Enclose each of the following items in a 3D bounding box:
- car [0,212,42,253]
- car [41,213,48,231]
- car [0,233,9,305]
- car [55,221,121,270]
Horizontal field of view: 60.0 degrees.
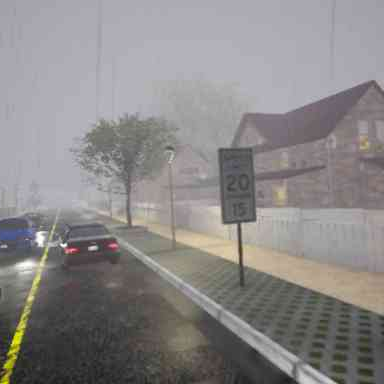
[{"bbox_3d":[-8.451,1.982,15.716,1.882,1.535,5.008,-3,0,-21],"label":"car"},{"bbox_3d":[-12.452,2.313,26.091,1.994,1.385,4.181,-3,0,-21],"label":"car"},{"bbox_3d":[-4.470,1.768,5.430,1.837,1.490,4.892,-3,0,-21],"label":"car"},{"bbox_3d":[-3.935,1.789,12.268,2.033,1.411,5.357,-3,0,-23],"label":"car"}]
